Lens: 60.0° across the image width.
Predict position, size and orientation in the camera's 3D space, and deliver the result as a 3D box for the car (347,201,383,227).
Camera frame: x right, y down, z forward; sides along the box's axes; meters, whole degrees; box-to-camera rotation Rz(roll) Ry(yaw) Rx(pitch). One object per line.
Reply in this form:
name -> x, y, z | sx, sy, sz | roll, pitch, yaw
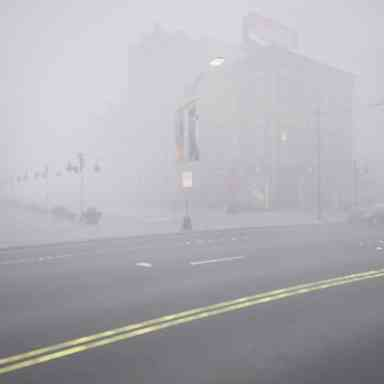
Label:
car -> 11.729, 1.260, 20.131 | 4.674, 1.452, 2.002 | -1, 0, -16
